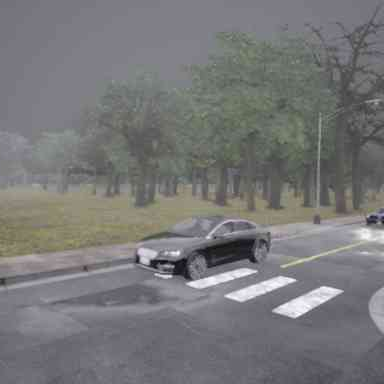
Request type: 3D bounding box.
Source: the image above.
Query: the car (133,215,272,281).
[{"bbox_3d":[0.544,1.472,9.999,2.128,1.511,4.902,3,1,44],"label":"car"}]

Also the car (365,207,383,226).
[{"bbox_3d":[14.116,1.790,23.923,1.895,1.301,4.718,3,1,44],"label":"car"}]
